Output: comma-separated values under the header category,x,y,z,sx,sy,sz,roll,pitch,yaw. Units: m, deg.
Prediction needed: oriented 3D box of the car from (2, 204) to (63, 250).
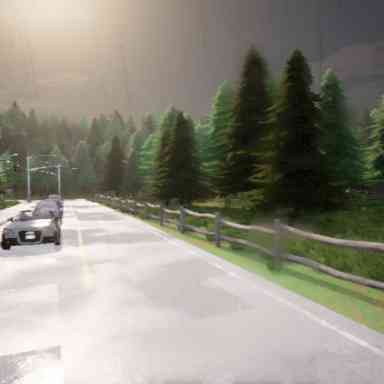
category,x,y,z,sx,sy,sz,roll,pitch,yaw
car,-6.598,1.451,14.017,1.994,1.385,4.181,-1,1,-20

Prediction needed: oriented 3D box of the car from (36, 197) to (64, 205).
category,x,y,z,sx,sy,sz,roll,pitch,yaw
car,-10.231,1.338,23.581,1.812,1.442,4.674,-1,1,-21
